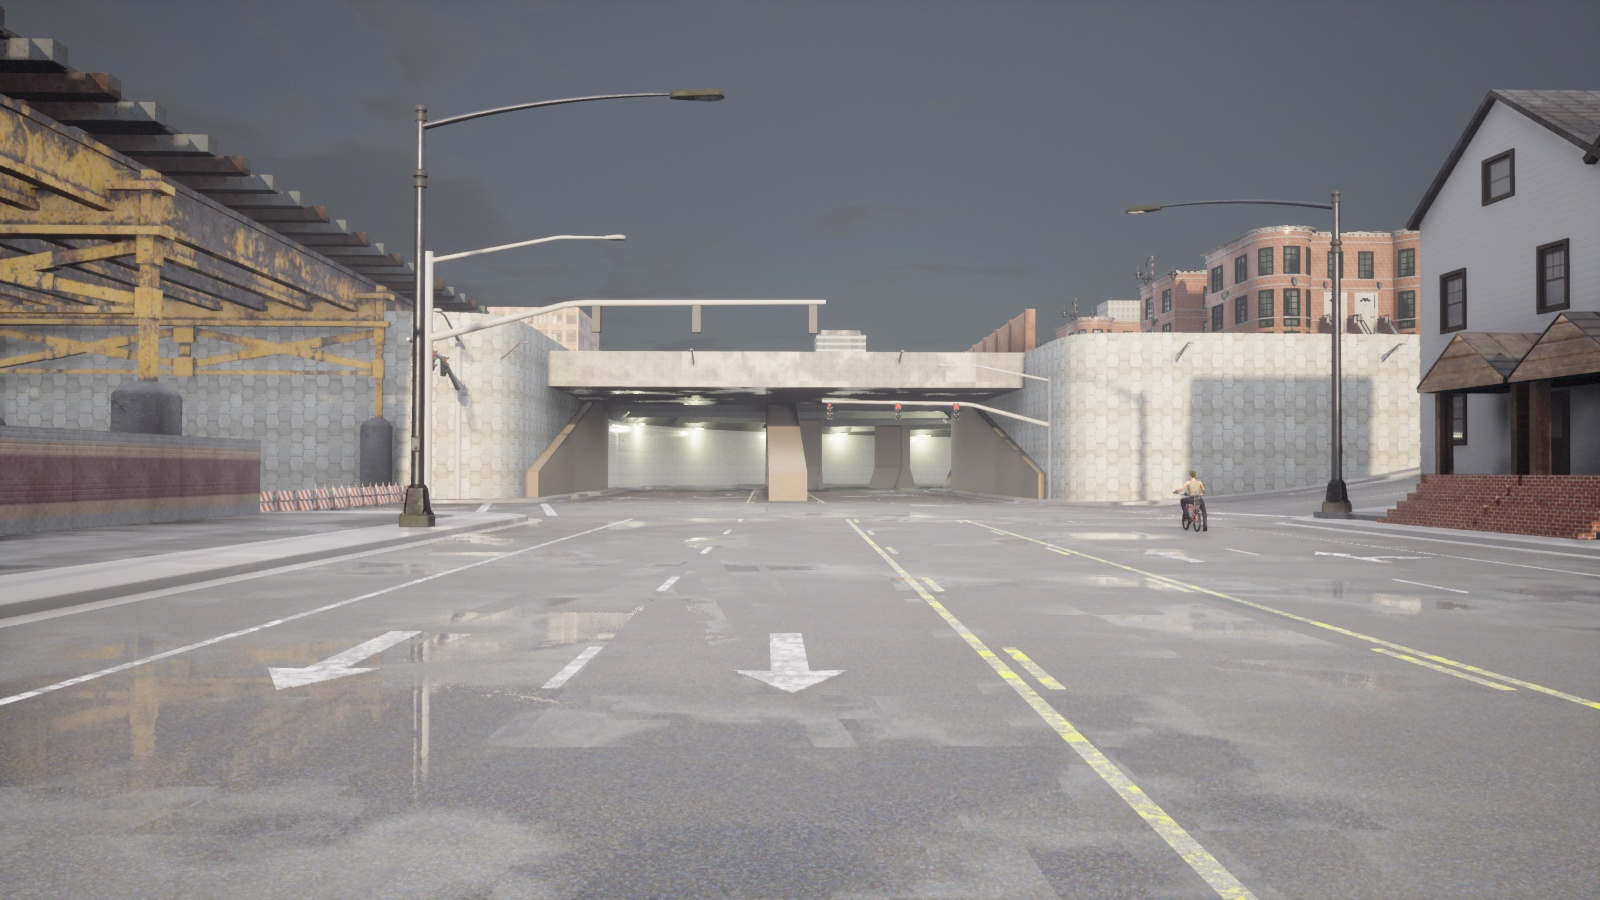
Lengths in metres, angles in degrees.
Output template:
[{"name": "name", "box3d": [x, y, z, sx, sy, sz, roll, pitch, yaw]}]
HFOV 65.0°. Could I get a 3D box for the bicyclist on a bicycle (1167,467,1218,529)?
[{"name": "bicyclist on a bicycle", "box3d": [10.414, 1.269, 33.382, 0.866, 1.612, 1.509, 0, -1, 0]}]
